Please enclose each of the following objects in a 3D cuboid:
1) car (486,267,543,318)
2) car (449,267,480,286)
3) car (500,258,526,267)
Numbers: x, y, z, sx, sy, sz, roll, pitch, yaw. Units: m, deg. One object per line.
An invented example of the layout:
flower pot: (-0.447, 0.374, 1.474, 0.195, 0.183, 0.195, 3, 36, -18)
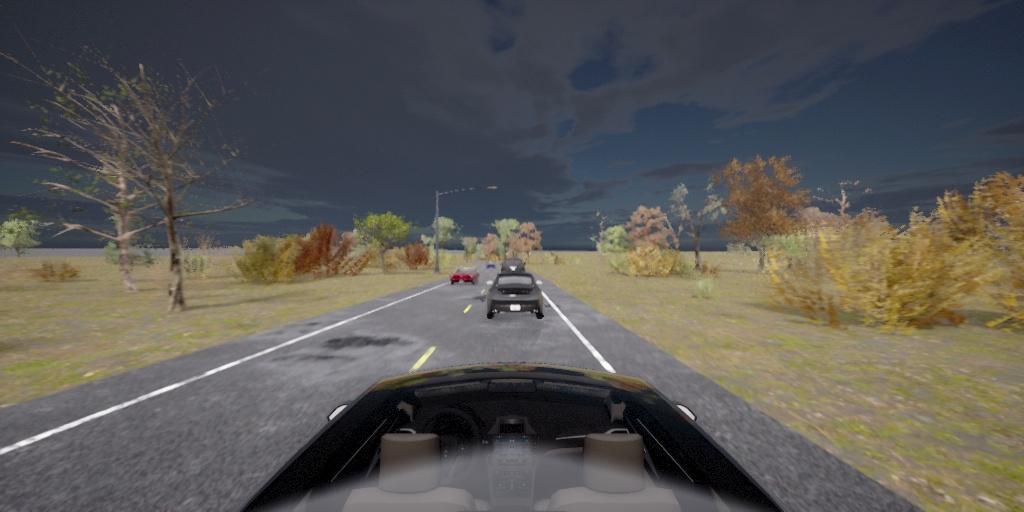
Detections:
car: (0.097, 1.341, 13.432, 1.837, 1.490, 4.892, 0, 0, 0)
car: (-3.603, 1.545, 27.774, 1.895, 1.301, 4.718, 0, 0, 0)
car: (0.094, 1.209, 33.132, 2.150, 2.045, 5.566, 0, 0, 0)
